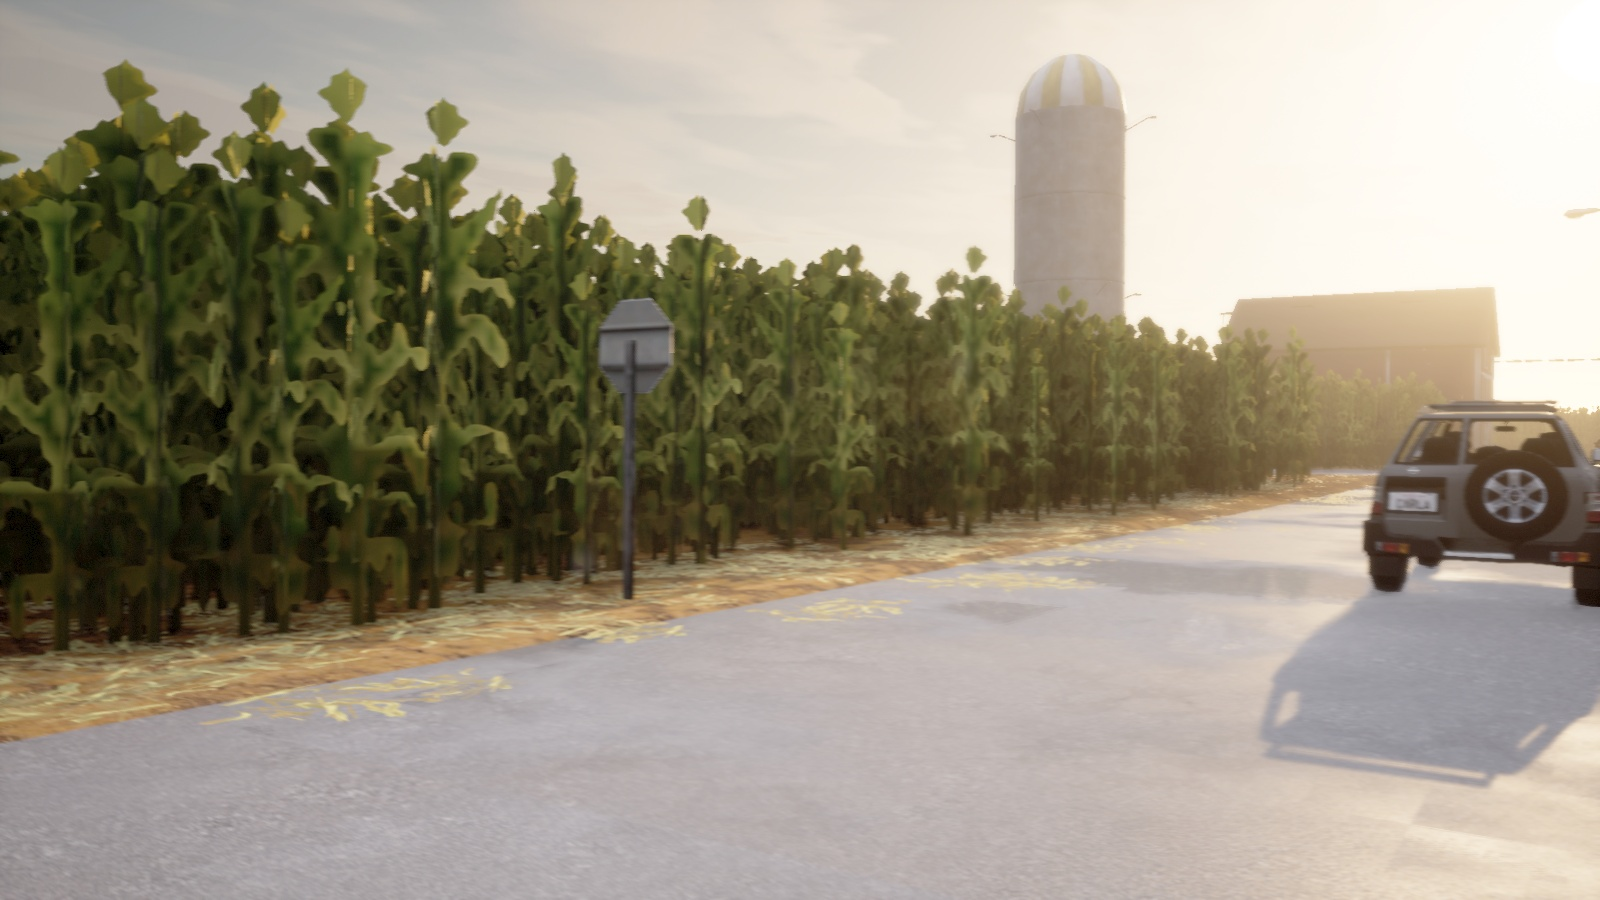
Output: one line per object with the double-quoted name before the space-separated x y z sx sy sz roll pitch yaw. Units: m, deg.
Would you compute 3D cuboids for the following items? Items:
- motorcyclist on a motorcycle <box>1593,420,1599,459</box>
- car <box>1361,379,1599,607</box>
"motorcyclist on a motorcycle" 32.867 -0.432 51.191 0.866 1.530 2.191 0 0 34
"car" 7.088 0.312 12.588 1.932 1.855 4.605 0 1 34
